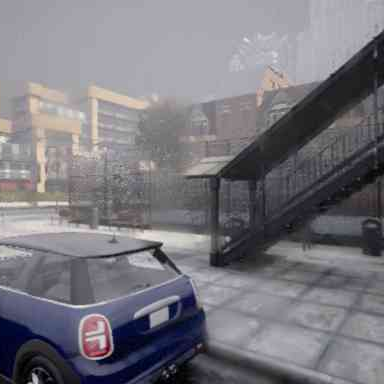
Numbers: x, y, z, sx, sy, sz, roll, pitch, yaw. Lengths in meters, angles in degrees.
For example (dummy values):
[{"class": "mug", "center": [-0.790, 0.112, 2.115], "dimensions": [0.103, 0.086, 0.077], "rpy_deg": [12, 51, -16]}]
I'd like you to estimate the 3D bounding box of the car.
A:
[{"class": "car", "center": [-2.089, 1.362, 4.791], "dimensions": [4.553, 1.767, 2.185], "rpy_deg": [0, 0, 35]}]
